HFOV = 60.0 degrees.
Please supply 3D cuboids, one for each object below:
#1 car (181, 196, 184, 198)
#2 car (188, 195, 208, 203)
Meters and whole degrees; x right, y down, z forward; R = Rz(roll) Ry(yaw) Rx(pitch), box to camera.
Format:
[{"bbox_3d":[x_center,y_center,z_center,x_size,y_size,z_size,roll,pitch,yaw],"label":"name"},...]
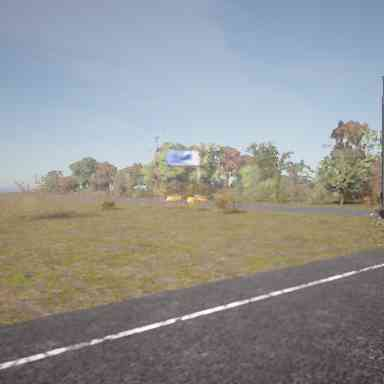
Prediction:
[{"bbox_3d":[-3.514,1.213,70.042,1.882,1.535,5.008,0,0,-34],"label":"car"},{"bbox_3d":[1.045,1.344,63.288,1.882,1.535,5.008,0,0,-33],"label":"car"}]
